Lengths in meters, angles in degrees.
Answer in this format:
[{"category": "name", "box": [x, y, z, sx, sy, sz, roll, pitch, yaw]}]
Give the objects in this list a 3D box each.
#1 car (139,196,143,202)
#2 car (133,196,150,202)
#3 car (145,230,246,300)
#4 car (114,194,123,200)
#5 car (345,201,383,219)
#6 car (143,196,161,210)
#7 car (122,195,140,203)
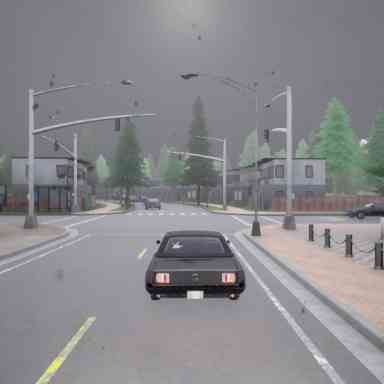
[{"category": "car", "box": [-6.638, 1.513, 52.715, 2.033, 1.411, 5.357, 0, 0, -15]}, {"category": "car", "box": [-10.963, 1.505, 71.921, 1.994, 1.385, 4.181, 0, 0, -36]}, {"category": "car", "box": [0.033, 1.601, 8.325, 1.895, 1.301, 4.718, 0, 0, -1]}, {"category": "car", "box": [-16.966, 1.322, 79.982, 4.674, 1.442, 1.812, 0, 0, 45]}, {"category": "car", "box": [15.405, 1.510, 28.052, 4.674, 1.442, 1.812, 0, 0, 1]}, {"category": "car", "box": [-4.946, 1.491, 42.447, 1.812, 1.442, 4.674, 0, 0, -6]}, {"category": "car", "box": [-11.917, 1.471, 66.448, 1.837, 1.490, 4.892, 0, 0, -26]}]
